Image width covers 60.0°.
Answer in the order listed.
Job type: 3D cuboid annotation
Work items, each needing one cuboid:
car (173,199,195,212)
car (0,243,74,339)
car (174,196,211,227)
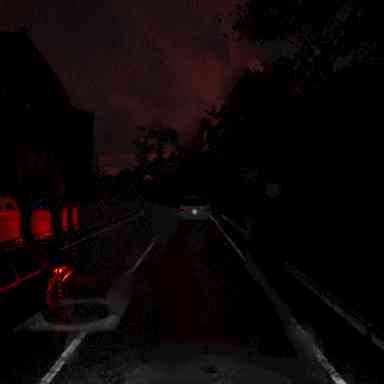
[{"bbox_3d":[-1.070,1.646,42.620,2.033,1.411,5.357,1,0,-10],"label":"car"},{"bbox_3d":[-3.540,1.555,5.069,2.033,1.411,5.357,0,0,1],"label":"car"},{"bbox_3d":[0.162,1.265,23.056,2.150,2.045,5.566,0,0,0],"label":"car"}]
